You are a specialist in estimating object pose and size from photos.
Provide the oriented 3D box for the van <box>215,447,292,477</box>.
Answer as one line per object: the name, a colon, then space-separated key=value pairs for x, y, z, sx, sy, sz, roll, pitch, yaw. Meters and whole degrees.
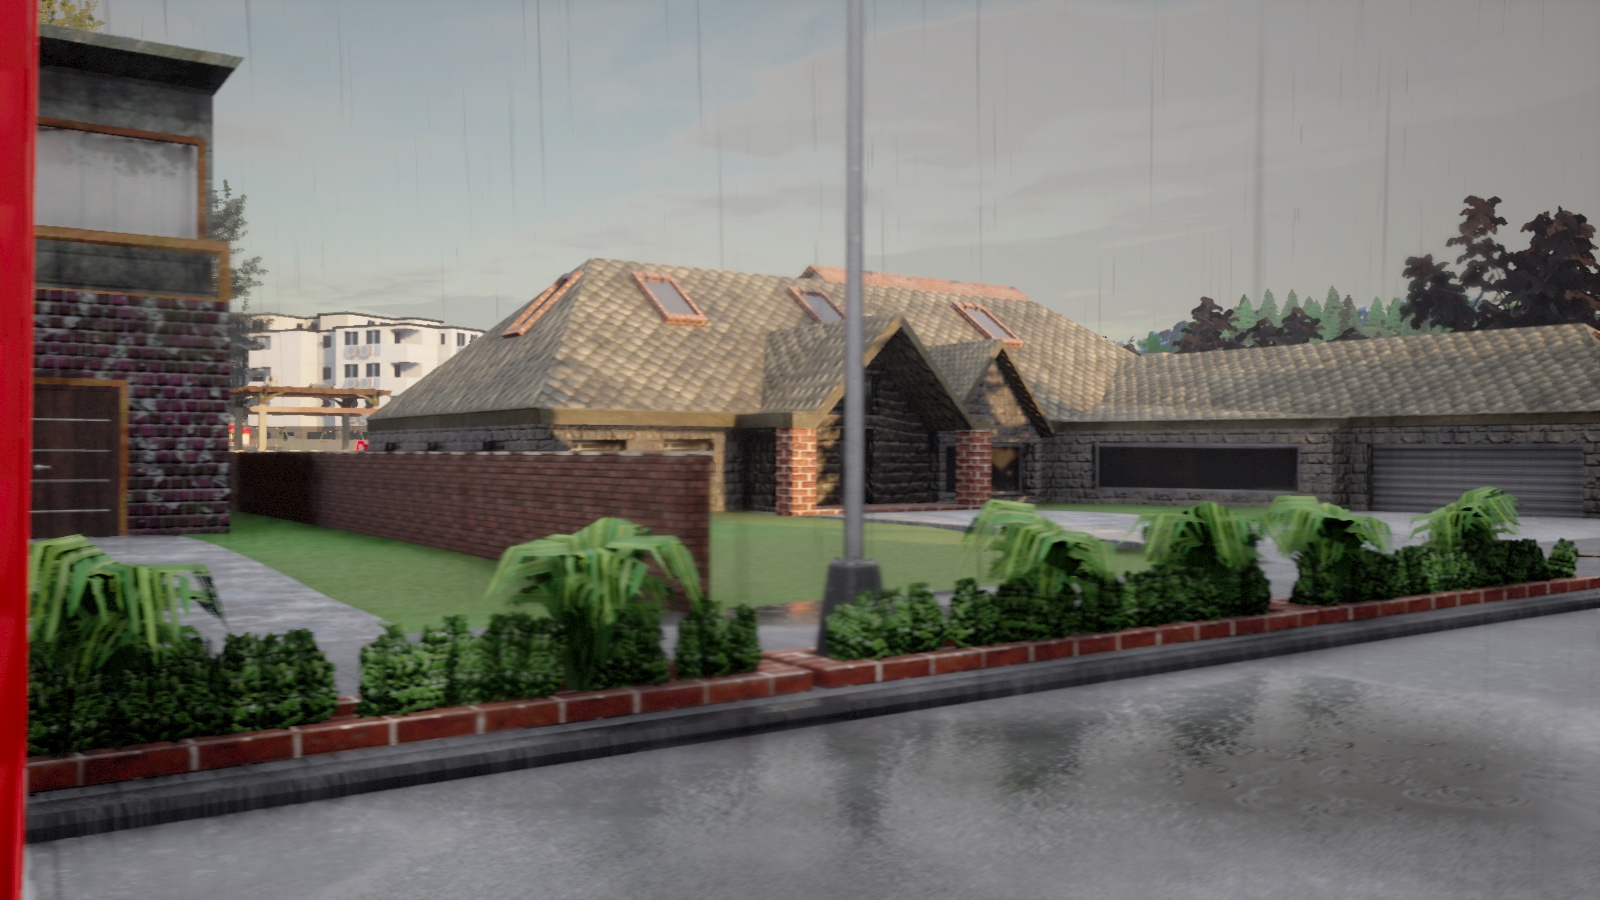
van: x=-36.593 y=0.781 z=84.123 sx=4.442 sy=1.987 sz=1.775 roll=0 pitch=0 yaw=-35

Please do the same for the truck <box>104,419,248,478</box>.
truck: x=-42.185 y=-0.122 z=85.033 sx=8.468 sy=3.827 sz=2.891 roll=0 pitch=0 yaw=-33
